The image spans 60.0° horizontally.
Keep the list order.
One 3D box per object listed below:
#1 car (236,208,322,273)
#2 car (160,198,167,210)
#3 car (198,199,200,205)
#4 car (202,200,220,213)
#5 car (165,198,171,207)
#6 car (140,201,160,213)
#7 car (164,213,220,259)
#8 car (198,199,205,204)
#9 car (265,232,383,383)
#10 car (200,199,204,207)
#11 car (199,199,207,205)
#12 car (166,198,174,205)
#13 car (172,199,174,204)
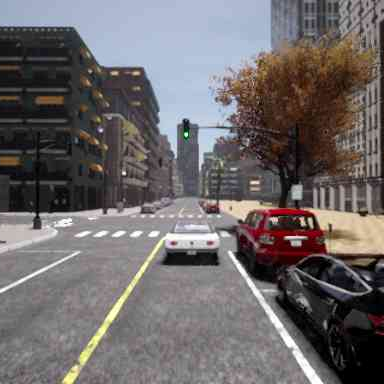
[{"bbox_3d":[2.688,1.438,10.973,2.192,1.841,5.009,0,-1,0],"label":"car"},{"bbox_3d":[-5.715,2.173,54.418,2.008,1.369,4.403,0,-1,0],"label":"car"},{"bbox_3d":[2.658,2.408,71.017,1.802,1.307,4.206,0,-1,0],"label":"car"},{"bbox_3d":[2.671,2.035,43.357,1.887,1.381,4.507,0,-1,0],"label":"car"},{"bbox_3d":[-5.720,2.198,65.483,1.967,1.590,4.097,0,-1,0],"label":"car"},{"bbox_3d":[-5.709,2.041,43.353,2.008,1.369,4.403,0,-1,0],"label":"car"},{"bbox_3d":[0.013,1.748,13.237,1.895,1.301,4.718,0,-1,0],"label":"car"},{"bbox_3d":[2.647,2.647,93.147,1.887,1.381,4.507,0,-1,0],"label":"car"},{"bbox_3d":[2.691,1.628,5.448,1.947,1.339,4.313,0,-1,0],"label":"car"},{"bbox_3d":[2.665,2.150,54.592,1.752,1.417,4.829,0,-1,0],"label":"car"},{"bbox_3d":[2.652,2.490,82.253,1.752,1.417,4.829,0,-1,0],"label":"car"},{"bbox_3d":[-5.731,2.472,87.613,1.967,1.590,4.097,0,-1,0],"label":"car"},{"bbox_3d":[-5.725,2.476,76.546,1.802,1.307,4.206,0,-1,0],"label":"car"}]
